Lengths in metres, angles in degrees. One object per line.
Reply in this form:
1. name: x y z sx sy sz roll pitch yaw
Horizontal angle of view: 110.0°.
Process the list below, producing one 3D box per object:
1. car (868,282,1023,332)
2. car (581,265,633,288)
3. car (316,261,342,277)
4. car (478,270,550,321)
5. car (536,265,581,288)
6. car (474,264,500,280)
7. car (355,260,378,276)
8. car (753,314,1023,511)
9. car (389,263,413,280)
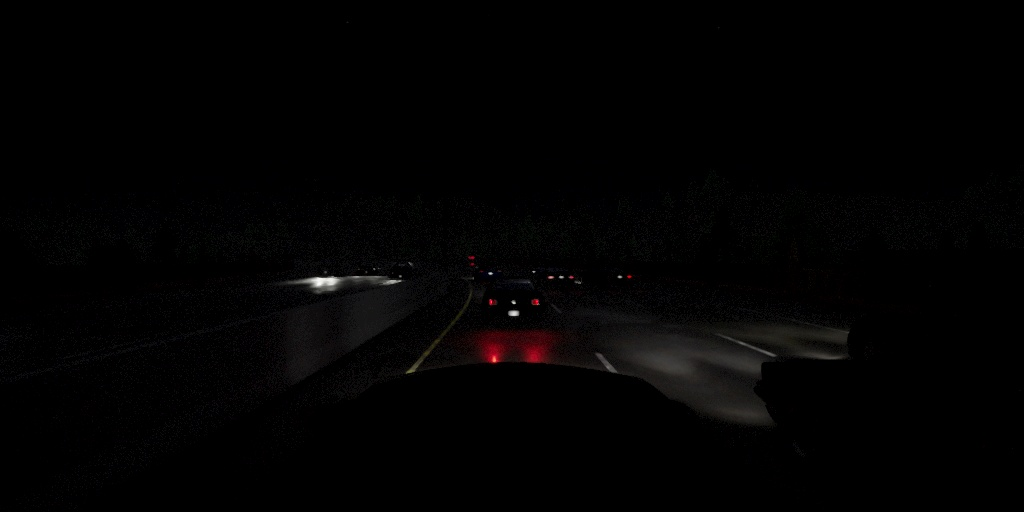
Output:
1. car: 7.098 1.101 4.557 2.097 1.767 4.553 0 0 0
2. car: 6.086 1.298 23.773 2.033 1.411 5.357 0 0 -7
3. car: -18.320 1.294 36.079 2.128 1.511 4.902 0 0 -19
4. car: -0.009 1.348 12.443 1.895 1.301 4.718 0 0 -2
5. car: 2.580 1.300 23.676 2.033 1.411 5.357 0 0 -8
6. car: -2.036 1.327 29.586 1.994 1.385 4.181 0 0 -11
7. car: -15.273 1.326 37.967 1.812 1.442 4.674 0 0 -19
8. car: 3.599 1.351 1.809 1.895 1.301 4.718 0 0 0
9. car: -10.026 1.326 32.666 2.033 1.411 5.357 0 0 -14
